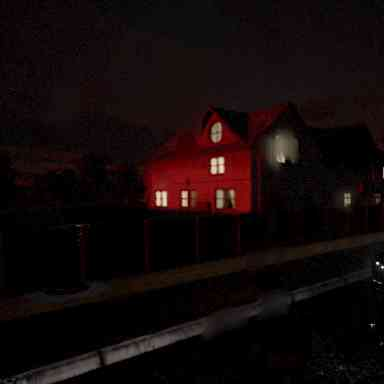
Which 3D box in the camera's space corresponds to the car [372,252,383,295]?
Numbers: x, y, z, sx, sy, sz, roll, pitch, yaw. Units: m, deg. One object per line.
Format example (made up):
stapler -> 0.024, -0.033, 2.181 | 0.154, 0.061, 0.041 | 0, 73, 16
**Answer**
car -> 5.832, 1.412, 7.353 | 4.902, 1.511, 2.128 | -1, 0, -36
